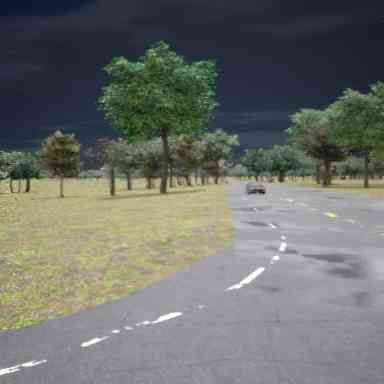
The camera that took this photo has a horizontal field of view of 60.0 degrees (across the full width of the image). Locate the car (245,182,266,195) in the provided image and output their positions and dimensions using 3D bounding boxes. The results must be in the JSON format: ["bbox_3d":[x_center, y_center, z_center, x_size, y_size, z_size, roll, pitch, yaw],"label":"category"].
[{"bbox_3d":[7.023,-0.433,37.427,2.033,1.411,5.357,0,2,3],"label":"car"}]
